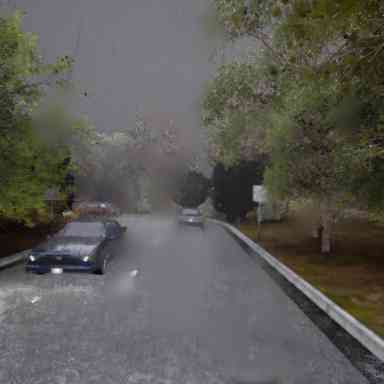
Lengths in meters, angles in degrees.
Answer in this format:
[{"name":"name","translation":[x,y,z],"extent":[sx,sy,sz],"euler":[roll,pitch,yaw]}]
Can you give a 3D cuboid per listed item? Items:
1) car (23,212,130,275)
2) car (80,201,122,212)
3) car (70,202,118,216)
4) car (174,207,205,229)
[{"name":"car","translation":[-3.320,1.592,10.878],"extent":[2.033,1.411,5.357],"euler":[0,-1,0]},{"name":"car","translation":[-9.024,1.772,32.682],"extent":[4.674,1.442,1.812],"euler":[0,-2,26]},{"name":"car","translation":[-10.955,1.841,37.234],"extent":[4.892,1.490,1.837],"euler":[-1,-2,17]},{"name":"car","translation":[-0.202,1.749,22.924],"extent":[1.994,1.385,4.181],"euler":[1,-1,-4]}]
